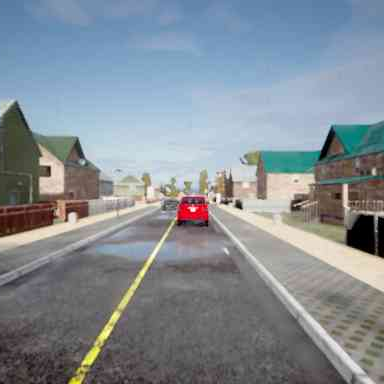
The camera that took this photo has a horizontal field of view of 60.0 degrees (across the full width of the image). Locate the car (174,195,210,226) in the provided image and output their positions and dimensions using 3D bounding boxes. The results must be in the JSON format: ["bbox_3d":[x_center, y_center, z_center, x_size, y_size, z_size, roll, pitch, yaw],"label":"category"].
[{"bbox_3d":[0.085,1.255,23.907,2.150,2.045,5.566,0,0,0],"label":"car"}]

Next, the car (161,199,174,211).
[{"bbox_3d":[-2.822,1.623,42.482,1.837,1.490,4.892,0,-1,0],"label":"car"}]

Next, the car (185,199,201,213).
[{"bbox_3d":[0.071,1.628,39.956,1.812,1.442,4.674,0,0,0],"label":"car"}]
